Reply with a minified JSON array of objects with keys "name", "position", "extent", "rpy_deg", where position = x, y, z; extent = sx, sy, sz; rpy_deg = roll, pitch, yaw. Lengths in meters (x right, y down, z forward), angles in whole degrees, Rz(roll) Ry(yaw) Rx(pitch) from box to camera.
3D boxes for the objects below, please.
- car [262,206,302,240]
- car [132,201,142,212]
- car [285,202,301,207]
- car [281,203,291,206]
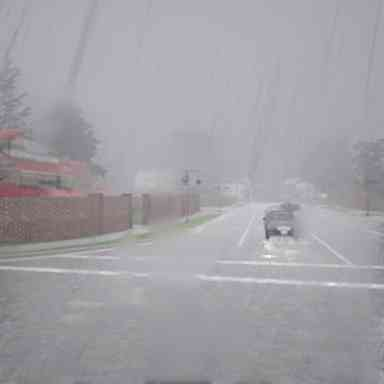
[{"name":"car","position":[5.147,1.803,19.115],"extent":[2.128,1.511,4.902],"rpy_deg":[-1,-1,12]},{"name":"car","position":[-6.894,2.075,47.102],"extent":[5.027,1.636,2.152],"rpy_deg":[-1,-1,12]},{"name":"car","position":[15.001,2.286,51.144],"extent":[1.837,1.490,4.892],"rpy_deg":[0,-1,-8]},{"name":"car","position":[7.281,1.990,28.882],"extent":[1.812,1.442,4.674],"rpy_deg":[-1,-1,12]}]
